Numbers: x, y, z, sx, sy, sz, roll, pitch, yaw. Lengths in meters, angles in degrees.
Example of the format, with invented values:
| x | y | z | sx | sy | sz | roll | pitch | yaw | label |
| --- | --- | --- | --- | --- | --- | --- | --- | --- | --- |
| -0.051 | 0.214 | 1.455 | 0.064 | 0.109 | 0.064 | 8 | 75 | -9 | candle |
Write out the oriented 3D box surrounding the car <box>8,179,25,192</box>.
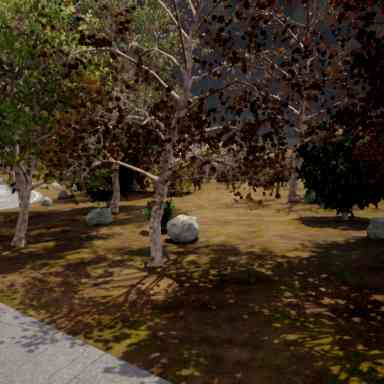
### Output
| x | y | z | sx | sy | sz | roll | pitch | yaw | label |
| --- | --- | --- | --- | --- | --- | --- | --- | --- | --- |
| -20.559 | -0.820 | 39.474 | 2.128 | 1.511 | 4.902 | 3 | 4 | -34 | car |
